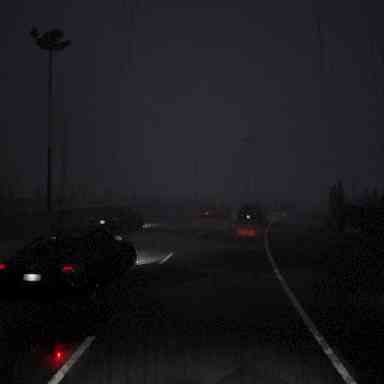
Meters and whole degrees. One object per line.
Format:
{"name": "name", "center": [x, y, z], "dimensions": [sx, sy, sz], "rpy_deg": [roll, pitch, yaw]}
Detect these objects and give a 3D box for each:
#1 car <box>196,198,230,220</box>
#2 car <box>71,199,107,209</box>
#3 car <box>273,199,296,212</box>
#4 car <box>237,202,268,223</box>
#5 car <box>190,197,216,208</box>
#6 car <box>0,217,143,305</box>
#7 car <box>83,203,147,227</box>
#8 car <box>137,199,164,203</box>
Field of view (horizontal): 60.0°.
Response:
{"name": "car", "center": [2.000, 1.527, 28.866], "dimensions": [1.882, 1.535, 5.008], "rpy_deg": [0, 0, 19]}
{"name": "car", "center": [-10.672, 1.543, 35.367], "dimensions": [1.882, 1.535, 5.008], "rpy_deg": [0, 0, 21]}
{"name": "car", "center": [11.396, 1.628, 40.825], "dimensions": [1.812, 1.442, 4.674], "rpy_deg": [0, 0, 29]}
{"name": "car", "center": [4.836, 1.547, 26.344], "dimensions": [1.837, 1.490, 4.892], "rpy_deg": [0, 0, 19]}
{"name": "car", "center": [1.813, 1.644, 52.353], "dimensions": [1.882, 1.535, 5.008], "rpy_deg": [0, -1, 33]}
{"name": "car", "center": [-2.778, 1.561, 8.178], "dimensions": [1.994, 1.385, 4.181], "rpy_deg": [0, 0, 5]}
{"name": "car", "center": [-4.335, 1.579, 19.721], "dimensions": [1.994, 1.385, 4.181], "rpy_deg": [0, 0, 13]}
{"name": "car", "center": [-6.510, 1.762, 52.178], "dimensions": [1.895, 1.301, 4.718], "rpy_deg": [0, 0, 30]}
